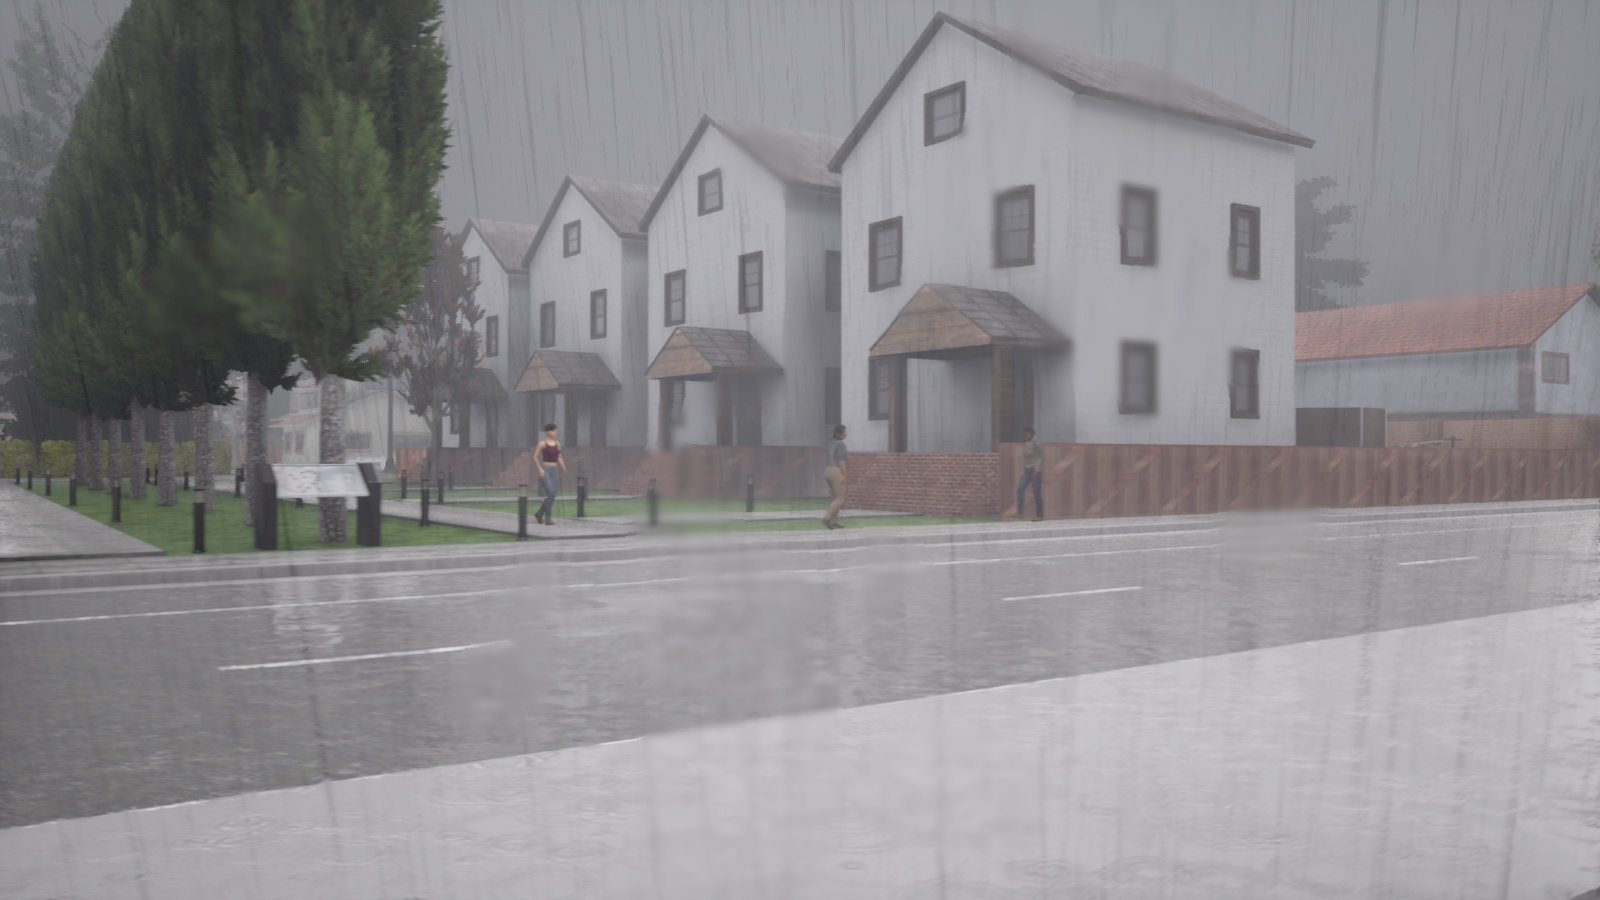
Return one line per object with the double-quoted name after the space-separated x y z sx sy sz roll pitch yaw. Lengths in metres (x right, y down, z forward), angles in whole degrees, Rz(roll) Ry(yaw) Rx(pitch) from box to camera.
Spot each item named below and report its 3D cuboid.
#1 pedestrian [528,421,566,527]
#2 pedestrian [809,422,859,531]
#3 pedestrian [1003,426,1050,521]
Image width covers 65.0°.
-4.440 0.413 22.009 0.594 1.836 0.345 0 0 38 "pedestrian"
0.581 0.451 21.692 0.694 1.848 0.540 0 0 -24 "pedestrian"
4.351 0.450 24.109 0.869 1.805 0.328 0 0 -28 "pedestrian"
